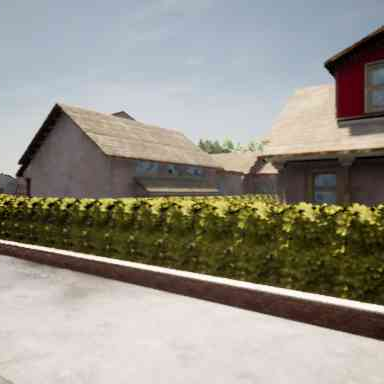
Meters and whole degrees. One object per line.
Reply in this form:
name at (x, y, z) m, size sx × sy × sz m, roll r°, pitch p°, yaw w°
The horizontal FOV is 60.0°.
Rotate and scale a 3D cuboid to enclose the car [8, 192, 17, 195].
car at (-39.835, 0.919, 74.667) m, size 3.866 × 1.878 × 1.905 m, roll 0°, pitch 0°, yaw 36°
